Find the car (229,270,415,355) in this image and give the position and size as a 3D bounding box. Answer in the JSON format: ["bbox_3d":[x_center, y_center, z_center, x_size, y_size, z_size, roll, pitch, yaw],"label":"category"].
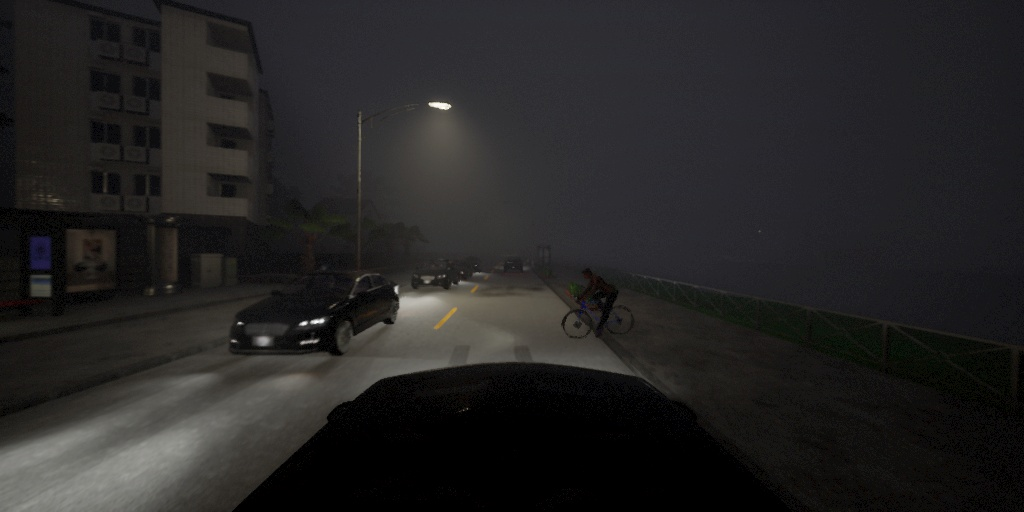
[{"bbox_3d":[-4.078,1.103,8.332,2.128,1.511,4.902,1,1,0],"label":"car"}]

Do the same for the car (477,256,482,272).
[{"bbox_3d":[-3.965,0.745,34.678,1.837,1.490,4.892,1,1,1],"label":"car"}]

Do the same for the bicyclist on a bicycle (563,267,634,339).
[{"bbox_3d":[1.926,1.063,8.188,1.656,1.620,0.582,-5,1,0],"label":"bicyclist on a bicycle"}]

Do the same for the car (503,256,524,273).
[{"bbox_3d":[0.155,0.774,34.972,2.128,1.511,4.902,1,1,1],"label":"car"}]

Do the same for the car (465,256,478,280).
[{"bbox_3d":[-3.954,0.974,26.197,2.033,1.411,5.357,1,1,0],"label":"car"}]

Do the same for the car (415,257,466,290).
[{"bbox_3d":[-4.056,0.944,19.629,2.128,1.511,4.902,1,1,0],"label":"car"}]
